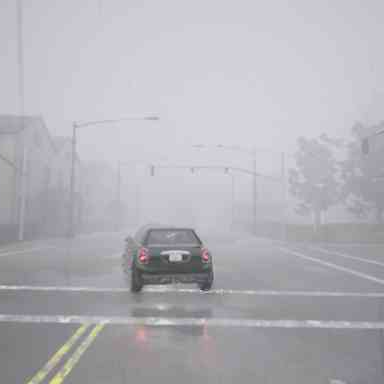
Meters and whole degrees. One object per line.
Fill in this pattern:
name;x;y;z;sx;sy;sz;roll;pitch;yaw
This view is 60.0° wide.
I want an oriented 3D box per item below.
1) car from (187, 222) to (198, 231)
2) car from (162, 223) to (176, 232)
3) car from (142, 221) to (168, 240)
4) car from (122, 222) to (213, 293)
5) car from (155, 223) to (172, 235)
car;0.069;6.188;59.900;1.837;1.490;4.892;1;-5;0
car;-3.575;5.695;53.310;1.895;1.301;4.718;1;-5;0
car;-3.605;3.748;33.083;2.097;1.767;4.553;1;-5;0
car;-0.934;1.798;10.201;2.097;1.767;4.553;2;-5;-14
car;-3.604;4.740;43.088;1.837;1.490;4.892;1;-5;0
